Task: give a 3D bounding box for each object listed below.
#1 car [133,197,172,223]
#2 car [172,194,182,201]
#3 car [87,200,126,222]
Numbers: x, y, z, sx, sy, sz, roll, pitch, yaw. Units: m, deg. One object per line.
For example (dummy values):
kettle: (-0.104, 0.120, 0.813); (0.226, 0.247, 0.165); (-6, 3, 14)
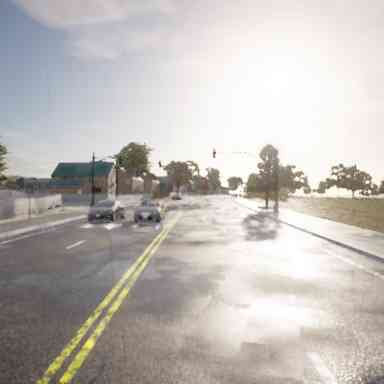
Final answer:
car: (-2.964, 1.342, 24.179); (2.128, 1.511, 4.902); (0, 0, 2)
car: (-3.433, 1.101, 74.339); (1.882, 1.535, 5.008); (0, 0, 5)
car: (-6.202, 1.351, 24.601); (1.837, 1.490, 4.892); (0, 0, 2)
